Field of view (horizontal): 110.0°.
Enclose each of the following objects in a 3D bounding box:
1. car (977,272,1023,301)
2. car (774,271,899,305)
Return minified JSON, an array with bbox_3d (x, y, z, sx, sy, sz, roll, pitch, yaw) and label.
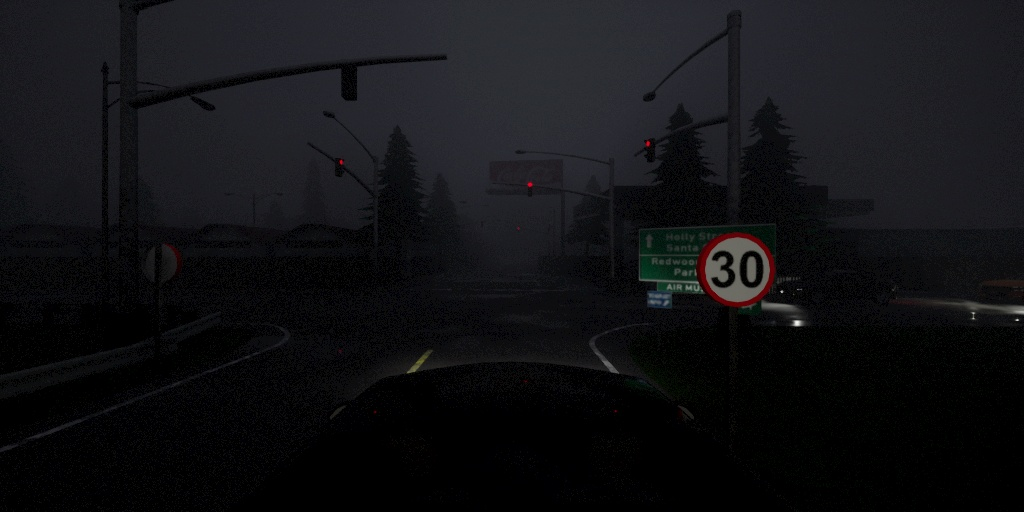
[{"bbox_3d":[25.133,1.419,16.817,5.008,1.535,1.882,0,0,1],"label":"car"},{"bbox_3d":[15.197,1.446,16.947,4.892,1.490,1.837,0,0,1],"label":"car"}]
